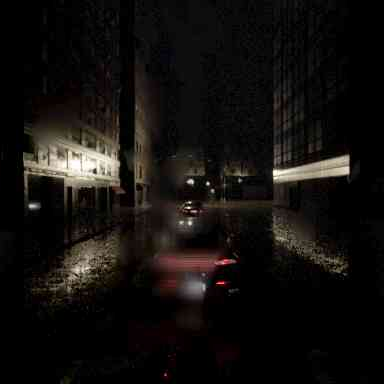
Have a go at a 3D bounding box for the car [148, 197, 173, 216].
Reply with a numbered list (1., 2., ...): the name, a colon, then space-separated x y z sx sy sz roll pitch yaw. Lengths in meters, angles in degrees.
1. car: -3.067 1.356 32.921 2.097 1.767 4.553 0 0 0

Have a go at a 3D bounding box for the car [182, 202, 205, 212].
1. car: 0.121 1.549 28.127 2.033 1.411 5.357 0 0 0

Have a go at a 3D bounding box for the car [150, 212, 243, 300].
1. car: 0.102 1.492 8.366 2.128 1.511 4.902 0 0 0
